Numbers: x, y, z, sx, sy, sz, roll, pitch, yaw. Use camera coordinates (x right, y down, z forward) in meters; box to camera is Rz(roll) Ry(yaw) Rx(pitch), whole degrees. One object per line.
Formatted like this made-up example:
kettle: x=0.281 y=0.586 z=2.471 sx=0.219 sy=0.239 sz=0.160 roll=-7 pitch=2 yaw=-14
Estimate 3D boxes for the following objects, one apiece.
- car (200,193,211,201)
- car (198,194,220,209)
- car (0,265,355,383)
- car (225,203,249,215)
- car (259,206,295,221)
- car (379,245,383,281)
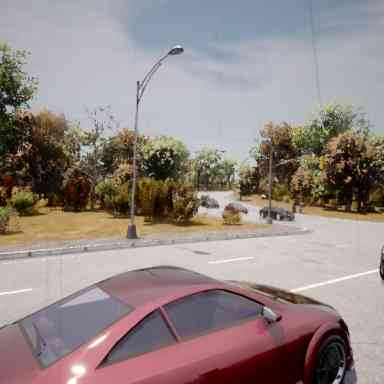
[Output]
car: x=3.106 y=1.124 z=78.681 sx=2.128 sy=1.511 sz=4.902 roll=2 pitch=2 yaw=-1
car: x=3.061 y=1.735 z=55.375 sx=2.097 sy=1.767 sz=4.553 roll=3 pitch=2 yaw=-14
car: x=-0.051 y=1.571 z=3.713 sx=4.181 sy=1.385 sz=1.994 roll=0 pitch=0 yaw=-36
car: x=5.996 y=2.205 z=45.378 sx=1.812 sy=1.442 sz=4.674 roll=3 pitch=0 yaw=-19
car: x=9.342 y=2.297 z=36.721 sx=1.837 sy=1.490 sz=4.892 roll=3 pitch=-1 yaw=-23
car: x=6.967 y=1.486 z=8.771 sx=4.553 sy=1.767 sz=2.097 roll=2 pitch=-1 yaw=-36
